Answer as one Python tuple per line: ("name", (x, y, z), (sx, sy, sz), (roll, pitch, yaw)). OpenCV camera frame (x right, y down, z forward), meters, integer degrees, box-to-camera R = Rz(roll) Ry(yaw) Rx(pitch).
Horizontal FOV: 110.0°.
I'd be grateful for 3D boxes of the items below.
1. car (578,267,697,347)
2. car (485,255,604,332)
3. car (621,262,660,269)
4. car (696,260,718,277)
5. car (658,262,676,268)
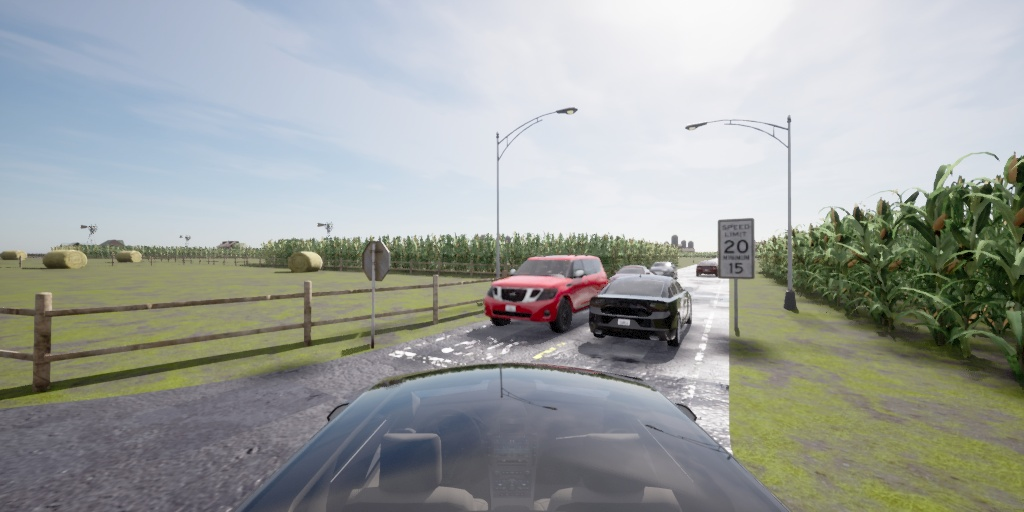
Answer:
("car", (3.618, 1.231, 9.601), (1.882, 1.535, 5.008), (0, 0, 31))
("car", (1.397, 0.989, 11.441), (2.150, 2.045, 5.566), (0, 0, 31))
("car", (7.004, 1.293, 20.693), (1.812, 1.442, 4.674), (0, 0, 31))
("car", (19.753, 1.229, 36.133), (1.882, 1.535, 5.008), (0, 0, 32))
("car", (12.554, 1.259, 29.837), (2.128, 1.511, 4.902), (0, 0, 31))
